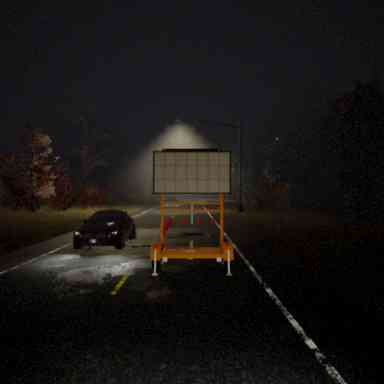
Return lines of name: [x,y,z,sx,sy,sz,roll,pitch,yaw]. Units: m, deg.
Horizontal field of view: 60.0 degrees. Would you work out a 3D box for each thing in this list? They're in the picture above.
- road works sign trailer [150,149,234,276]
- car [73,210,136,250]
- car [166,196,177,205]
road works sign trailer: [0.000,0.463,10.348,2.380,3.560,2.880,0,0,0]
car: [-3.599,1.523,14.463,1.812,1.442,4.674,0,0,0]
car: [-3.571,1.505,58.342,1.837,1.490,4.892,0,-1,0]
